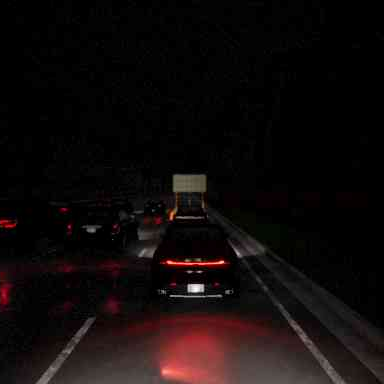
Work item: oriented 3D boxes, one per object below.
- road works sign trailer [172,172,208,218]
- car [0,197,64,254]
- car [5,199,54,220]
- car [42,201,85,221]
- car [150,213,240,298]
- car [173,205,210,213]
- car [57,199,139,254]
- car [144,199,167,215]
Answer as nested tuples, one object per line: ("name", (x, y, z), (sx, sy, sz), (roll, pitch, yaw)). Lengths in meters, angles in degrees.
("road works sign trailer", (-0.170, 0.464, 22.741), (2.380, 3.560, 2.880), (0, 0, -3))
("car", (-6.982, 1.223, 13.669), (2.150, 2.045, 5.566), (0, 0, 0))
("car", (-14.107, 1.477, 29.214), (1.882, 1.535, 5.008), (0, 0, 0))
("car", (-10.596, 1.526, 27.871), (1.812, 1.442, 4.674), (0, 0, 0))
("car", (0.053, 1.505, 8.482), (1.837, 1.490, 4.892), (0, 0, 0))
("car", (-0.051, 1.488, 18.870), (2.128, 1.511, 4.902), (0, 0, 1))
("car", (-3.483, 1.352, 13.590), (2.097, 1.767, 4.553), (0, 0, 0))
("car", (-3.641, 1.493, 33.458), (2.128, 1.511, 4.902), (0, 0, 0))
